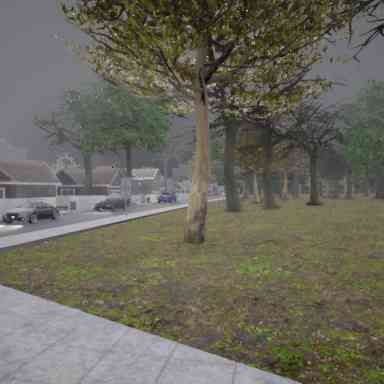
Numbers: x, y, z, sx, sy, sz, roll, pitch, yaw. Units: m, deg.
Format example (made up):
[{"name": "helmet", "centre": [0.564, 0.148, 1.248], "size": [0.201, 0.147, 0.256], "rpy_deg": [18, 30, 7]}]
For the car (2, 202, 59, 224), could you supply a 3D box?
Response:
[{"name": "car", "centre": [-11.309, 1.435, 23.629], "size": [1.994, 1.385, 4.181], "rpy_deg": [-1, 0, 11]}]

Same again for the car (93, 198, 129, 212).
[{"name": "car", "centre": [-8.602, 1.322, 36.032], "size": [2.033, 1.411, 5.357], "rpy_deg": [-1, 0, 12]}]

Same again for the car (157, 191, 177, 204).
[{"name": "car", "centre": [-4.143, 0.914, 56.233], "size": [2.150, 2.045, 5.566], "rpy_deg": [-1, 0, 13]}]
